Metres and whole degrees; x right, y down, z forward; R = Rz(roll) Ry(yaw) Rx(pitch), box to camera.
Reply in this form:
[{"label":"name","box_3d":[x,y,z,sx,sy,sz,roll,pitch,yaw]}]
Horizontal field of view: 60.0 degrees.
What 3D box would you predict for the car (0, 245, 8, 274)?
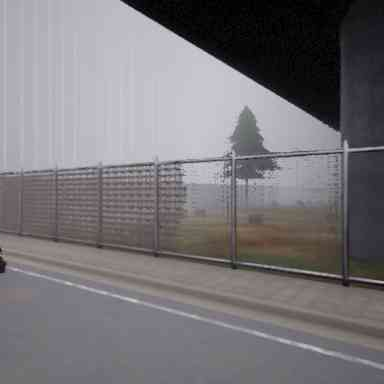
[{"label":"car","box_3d":[-7.008,1.552,8.895,5.357,1.411,2.033,0,0,36]}]
